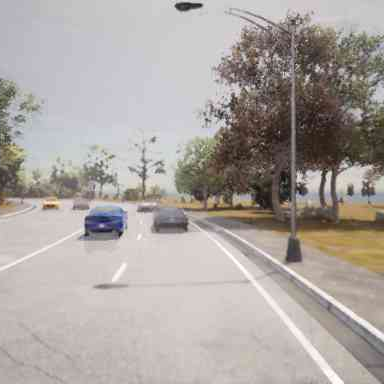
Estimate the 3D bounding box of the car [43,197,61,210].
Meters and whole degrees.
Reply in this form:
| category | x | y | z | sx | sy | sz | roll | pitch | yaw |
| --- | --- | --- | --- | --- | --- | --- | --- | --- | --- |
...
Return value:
| category | x | y | z | sx | sy | sz | roll | pitch | yaw |
| --- | --- | --- | --- | --- | --- | --- | --- | --- | --- |
| car | -17.617 | 1.423 | 41.783 | 1.882 | 1.535 | 5.008 | 0 | 0 | -20 |

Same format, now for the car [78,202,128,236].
| category | x | y | z | sx | sy | sz | roll | pitch | yaw |
| --- | --- | --- | --- | --- | --- | --- | --- | --- | --- |
| car | -4.600 | 1.457 | 18.260 | 1.882 | 1.535 | 5.008 | 0 | 0 | -7 |

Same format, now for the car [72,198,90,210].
| category | x | y | z | sx | sy | sz | roll | pitch | yaw |
| --- | --- | --- | --- | --- | --- | --- | --- | --- | --- |
| car | -13.794 | 1.474 | 41.445 | 1.812 | 1.442 | 4.674 | 0 | 0 | -19 |

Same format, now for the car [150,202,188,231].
| category | x | y | z | sx | sy | sz | roll | pitch | yaw |
| --- | --- | --- | --- | --- | --- | --- | --- | --- | --- |
| car | -1.389 | 1.537 | 20.502 | 1.994 | 1.385 | 4.181 | 0 | 0 | -8 |

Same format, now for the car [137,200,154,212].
| category | x | y | z | sx | sy | sz | roll | pitch | yaw |
| --- | --- | --- | --- | --- | --- | --- | --- | --- | --- |
| car | -5.208 | 1.554 | 38.275 | 1.895 | 1.301 | 4.718 | 0 | 0 | -16 |
